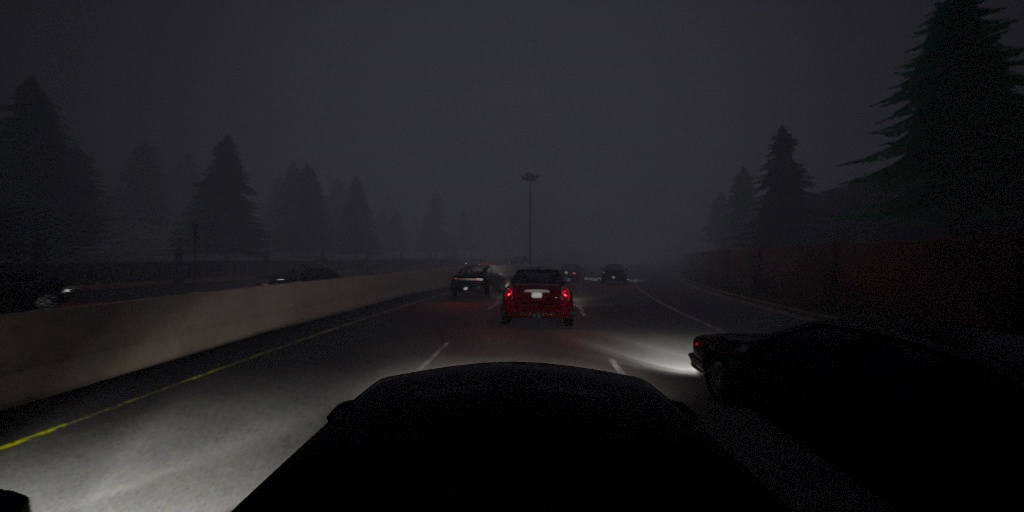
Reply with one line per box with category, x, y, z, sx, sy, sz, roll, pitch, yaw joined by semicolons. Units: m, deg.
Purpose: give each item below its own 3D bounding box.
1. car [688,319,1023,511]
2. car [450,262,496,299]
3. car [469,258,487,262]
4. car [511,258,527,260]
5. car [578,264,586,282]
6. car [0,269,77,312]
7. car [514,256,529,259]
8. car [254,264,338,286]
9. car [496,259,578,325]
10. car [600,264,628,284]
car;3.660;1.317;3.238;2.033;1.411;5.357;0;0;2
car;-1.626;1.257;18.418;2.128;1.511;4.902;0;0;10
car;-5.188;1.149;52.685;2.097;1.767;4.553;0;0;23
car;-0.159;1.305;46.284;2.128;1.511;4.902;0;0;22
car;5.048;1.360;30.356;2.033;1.411;5.357;0;0;19
car;-16.958;1.189;10.994;1.837;1.490;4.892;0;0;5
car;1.288;1.057;59.281;2.150;2.045;5.566;0;0;23
car;-12.092;1.212;20.464;2.128;1.511;4.902;0;0;11
car;0.930;1.121;12.140;2.097;1.767;4.553;0;0;6
car;7.972;1.349;27.919;1.812;1.442;4.674;0;0;17
